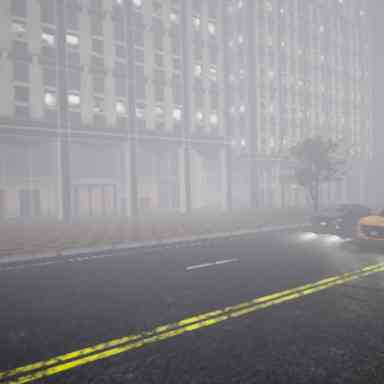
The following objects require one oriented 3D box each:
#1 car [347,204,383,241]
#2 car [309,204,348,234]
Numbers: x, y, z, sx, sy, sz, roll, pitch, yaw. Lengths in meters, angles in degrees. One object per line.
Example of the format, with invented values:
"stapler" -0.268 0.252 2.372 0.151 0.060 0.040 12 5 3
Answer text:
"car" 8.933 1.250 14.050 5.008 1.535 1.882 -1 1 -35
"car" 8.034 1.318 17.397 4.181 1.385 1.994 -1 1 -35
